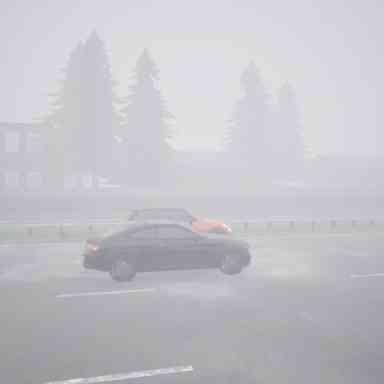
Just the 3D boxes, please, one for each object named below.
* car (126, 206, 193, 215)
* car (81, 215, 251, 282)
[{"bbox_3d":[-0.696,1.353,12.969,4.553,1.767,2.097,0,0,-14],"label":"car"},{"bbox_3d":[-0.655,1.526,9.388,4.674,1.442,1.812,0,0,-13],"label":"car"}]
